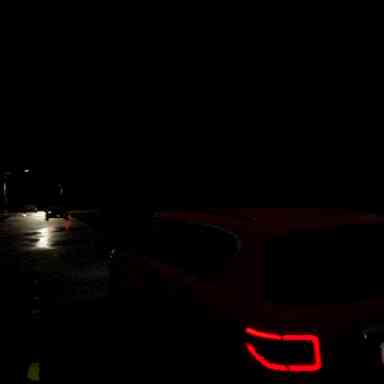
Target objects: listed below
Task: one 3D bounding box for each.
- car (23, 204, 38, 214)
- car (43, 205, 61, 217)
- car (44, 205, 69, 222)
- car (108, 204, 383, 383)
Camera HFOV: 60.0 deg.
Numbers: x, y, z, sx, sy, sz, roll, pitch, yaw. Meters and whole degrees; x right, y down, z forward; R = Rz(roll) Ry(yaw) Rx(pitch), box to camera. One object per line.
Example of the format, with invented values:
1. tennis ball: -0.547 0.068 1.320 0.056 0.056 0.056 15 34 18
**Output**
1. car: -26.373 2.778 54.392 1.882 1.535 5.008 -1 -2 -24
2. car: -17.294 2.337 41.098 1.895 1.301 4.718 -1 -1 -24
3. car: -12.901 1.984 31.593 1.812 1.442 4.674 -1 -1 -26
4. car: 0.302 1.194 4.745 2.150 2.045 5.566 -1 0 -24
